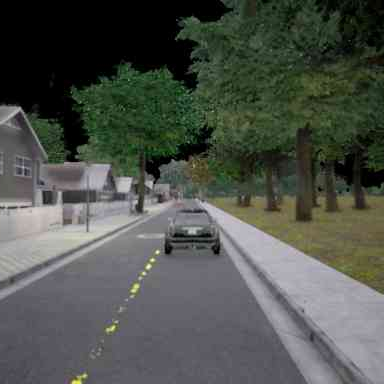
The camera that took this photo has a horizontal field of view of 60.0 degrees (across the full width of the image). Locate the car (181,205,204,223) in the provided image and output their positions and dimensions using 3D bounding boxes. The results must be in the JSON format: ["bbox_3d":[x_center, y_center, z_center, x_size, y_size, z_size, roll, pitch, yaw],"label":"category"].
[{"bbox_3d":[0.029,1.891,29.134,1.895,1.301,4.718,0,-1,0],"label":"car"}]

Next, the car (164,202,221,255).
[{"bbox_3d":[0.016,1.486,14.104,2.097,1.767,4.553,0,-1,0],"label":"car"}]

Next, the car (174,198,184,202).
[{"bbox_3d":[-2.684,2.096,71.045,2.097,1.767,4.553,0,-1,0],"label":"car"}]
